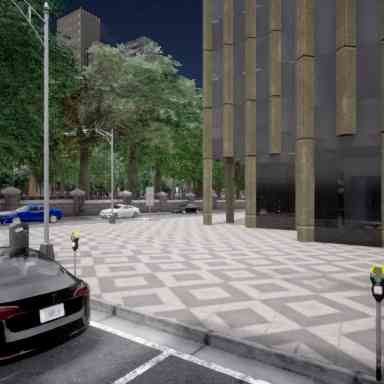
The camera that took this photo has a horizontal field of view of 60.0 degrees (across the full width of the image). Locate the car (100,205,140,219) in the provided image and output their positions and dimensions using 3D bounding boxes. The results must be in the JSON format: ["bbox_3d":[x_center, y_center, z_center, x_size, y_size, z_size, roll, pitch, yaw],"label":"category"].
[{"bbox_3d":[-7.482,2.054,34.963,1.812,1.442,4.674,0,-1,35],"label":"car"}]

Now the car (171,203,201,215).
[{"bbox_3d":[-0.800,2.250,44.478,1.882,1.535,5.008,0,-1,35],"label":"car"}]

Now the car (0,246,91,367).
[{"bbox_3d":[-3.463,1.566,5.416,4.313,1.339,1.947,0,0,35],"label":"car"}]

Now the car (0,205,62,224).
[{"bbox_3d":[-13.076,1.806,26.986,1.882,1.535,5.008,0,-1,35],"label":"car"}]
